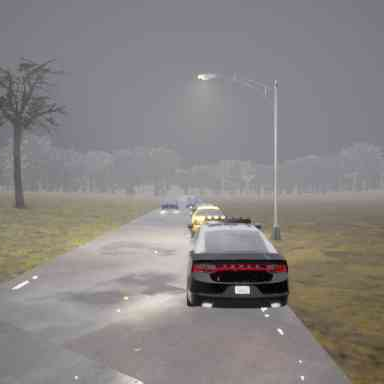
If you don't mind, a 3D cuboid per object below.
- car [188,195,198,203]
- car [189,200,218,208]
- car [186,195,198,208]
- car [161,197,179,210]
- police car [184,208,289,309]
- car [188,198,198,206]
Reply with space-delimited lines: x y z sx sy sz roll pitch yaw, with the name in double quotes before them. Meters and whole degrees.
"car" 0.132 1.362 63.149 1.812 1.442 4.674 0 0 0
"car" 0.863 1.435 18.181 1.801 1.575 5.366 0 0 0
"car" 0.131 1.458 45.829 2.033 1.411 5.357 0 0 1
"car" -2.664 1.404 41.019 1.882 1.535 5.008 0 0 0
"police car" 0.842 1.419 8.101 1.930 1.638 5.238 0 0 0
"car" 0.875 1.448 23.993 1.882 1.535 5.008 0 0 0
